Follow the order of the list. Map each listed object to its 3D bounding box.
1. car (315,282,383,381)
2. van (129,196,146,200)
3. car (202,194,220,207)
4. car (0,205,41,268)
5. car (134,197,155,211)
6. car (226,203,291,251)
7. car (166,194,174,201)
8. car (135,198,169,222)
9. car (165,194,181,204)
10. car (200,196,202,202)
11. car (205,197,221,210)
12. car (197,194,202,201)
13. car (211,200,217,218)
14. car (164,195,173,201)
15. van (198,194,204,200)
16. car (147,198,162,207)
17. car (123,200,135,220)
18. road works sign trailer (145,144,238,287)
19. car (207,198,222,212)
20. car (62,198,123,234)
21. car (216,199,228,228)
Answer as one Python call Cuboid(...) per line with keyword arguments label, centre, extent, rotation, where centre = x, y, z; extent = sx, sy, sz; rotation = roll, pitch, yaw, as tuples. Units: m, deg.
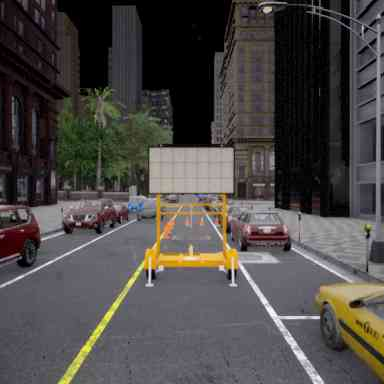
Cuboid(label="car", centre=(2.753, 1.525, 3.378), extent=(1.752, 1.417, 4.829), rotation=(0, 0, 0))
Cuboid(label="van", centre=(-5.827, 1.349, 35.758), extent=(1.690, 1.788, 3.998), rotation=(0, 0, 0))
Cuboid(label="car", centre=(2.689, 1.324, 41.183), extent=(2.192, 1.841, 5.009), rotation=(0, 0, 0))
Cuboid(label="car", centre=(-5.782, 1.315, 8.628), extent=(2.192, 1.841, 5.009), rotation=(0, 0, 0))
Cuboid(label="car", centre=(-5.836, 1.449, 41.185), extent=(1.967, 1.590, 4.097), rotation=(0, 0, 0))
Cuboid(label="car", centre=(2.735, 1.440, 14.057), extent=(1.967, 1.590, 4.097), rotation=(0, 0, 0))
Cuboid(label="car", centre=(-5.915, 1.443, 89.316), extent=(1.967, 1.590, 4.097), rotation=(0, 0, 0))
Cuboid(label="car", centre=(-3.145, 1.509, 26.368), extent=(1.837, 1.490, 4.892), rotation=(0, 0, 0))
Cuboid(label="car", centre=(-3.095, 1.560, 56.295), extent=(2.033, 1.411, 5.357), rotation=(0, 0, 0))
Cuboid(label="car", centre=(2.672, 1.576, 52.033), extent=(1.947, 1.339, 4.313), rotation=(0, 0, 0))
Cuboid(label="car", centre=(2.699, 1.533, 35.928), extent=(1.752, 1.417, 4.829), rotation=(0, 0, 0))
Cuboid(label="car", centre=(2.629, 1.573, 78.470), extent=(1.947, 1.339, 4.313), rotation=(0, 0, 0))
Cuboid(label="car", centre=(2.716, 1.548, 24.908), extent=(1.887, 1.381, 4.507), rotation=(0, 0, 0))
Cuboid(label="car", centre=(-5.906, 1.556, 83.896), extent=(2.008, 1.369, 4.403), rotation=(0, 0, 0))
Cuboid(label="van", centre=(2.601, 1.341, 94.731), extent=(1.690, 1.788, 3.998), rotation=(0, 0, 0))
Cuboid(label="car", centre=(-5.853, 1.593, 52.037), extent=(1.802, 1.307, 4.206), rotation=(0, 0, 0))
Cuboid(label="car", centre=(-5.808, 1.548, 24.906), extent=(1.887, 1.381, 4.507), rotation=(0, 0, 0))
Cuboid(label="road works sign trailer", centre=(-0.016, 0.464, 9.327), extent=(2.380, 3.560, 2.880), rotation=(0, 0, 0))
Cuboid(label="car", centre=(2.708, 1.556, 30.332), extent=(2.008, 1.369, 4.403), rotation=(0, 0, 0))
Cuboid(label="car", centre=(-5.800, 1.317, 19.480), extent=(2.192, 1.841, 5.009), rotation=(0, 0, 0))
Cuboid(label="car", centre=(2.726, 1.441, 19.483), extent=(1.967, 1.590, 4.097), rotation=(0, 0, 0))
